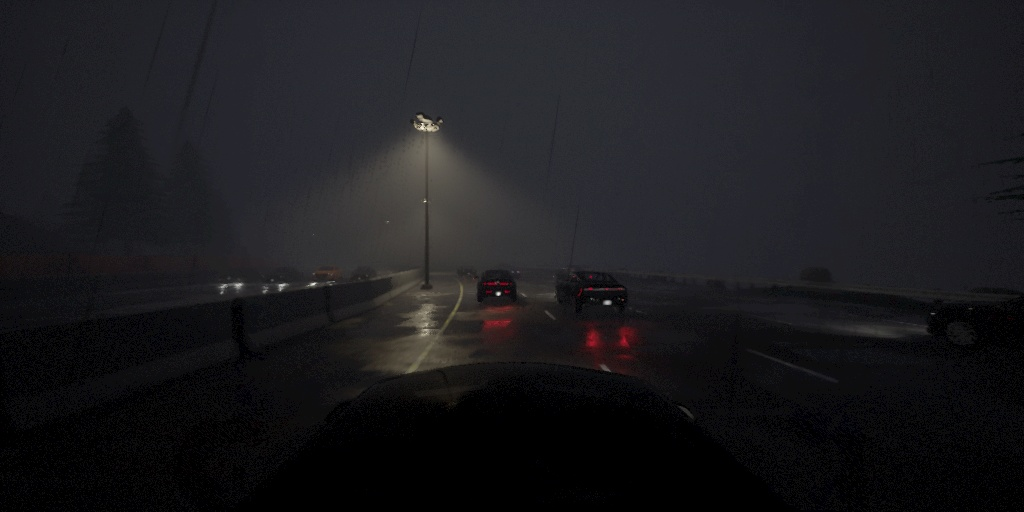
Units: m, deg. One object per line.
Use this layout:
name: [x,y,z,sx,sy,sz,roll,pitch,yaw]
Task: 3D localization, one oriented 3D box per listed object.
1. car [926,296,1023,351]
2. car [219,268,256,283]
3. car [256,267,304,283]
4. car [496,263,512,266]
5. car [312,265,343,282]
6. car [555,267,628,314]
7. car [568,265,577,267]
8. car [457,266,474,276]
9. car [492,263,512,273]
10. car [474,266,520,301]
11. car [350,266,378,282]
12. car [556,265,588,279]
car: [10.572,1.267,6.247,1.837,1.490,4.892,0,0,-1]
car: [-24.660,1.748,32.706,1.994,1.385,4.181,0,-1,-13]
car: [-21.191,1.726,33.411,2.033,1.411,5.357,0,-1,-13]
car: [-0.534,1.707,38.529,2.033,1.411,5.357,0,-1,-13]
car: [-18.055,1.665,35.278,1.882,1.535,5.008,0,-1,-13]
car: [3.024,1.372,14.505,2.128,1.511,4.902,0,-1,-4]
car: [4.884,1.633,28.840,1.895,1.301,4.718,0,-1,-9]
car: [-5.792,1.851,44.992,1.895,1.301,4.718,0,-1,-16]
car: [-1.604,1.851,55.294,1.837,1.490,4.892,1,-1,-19]
car: [-0.872,1.446,18.596,1.837,1.490,4.892,0,0,-6]
car: [-14.401,1.720,35.114,2.033,1.411,5.357,0,-1,-13]
car: [6.521,1.704,39.168,1.994,1.385,4.181,0,-1,-13]
